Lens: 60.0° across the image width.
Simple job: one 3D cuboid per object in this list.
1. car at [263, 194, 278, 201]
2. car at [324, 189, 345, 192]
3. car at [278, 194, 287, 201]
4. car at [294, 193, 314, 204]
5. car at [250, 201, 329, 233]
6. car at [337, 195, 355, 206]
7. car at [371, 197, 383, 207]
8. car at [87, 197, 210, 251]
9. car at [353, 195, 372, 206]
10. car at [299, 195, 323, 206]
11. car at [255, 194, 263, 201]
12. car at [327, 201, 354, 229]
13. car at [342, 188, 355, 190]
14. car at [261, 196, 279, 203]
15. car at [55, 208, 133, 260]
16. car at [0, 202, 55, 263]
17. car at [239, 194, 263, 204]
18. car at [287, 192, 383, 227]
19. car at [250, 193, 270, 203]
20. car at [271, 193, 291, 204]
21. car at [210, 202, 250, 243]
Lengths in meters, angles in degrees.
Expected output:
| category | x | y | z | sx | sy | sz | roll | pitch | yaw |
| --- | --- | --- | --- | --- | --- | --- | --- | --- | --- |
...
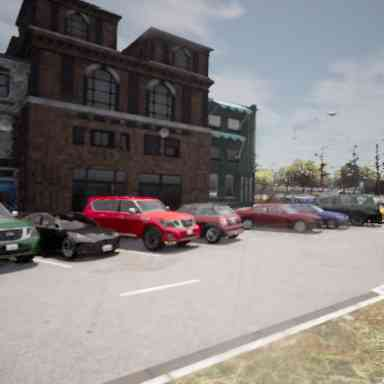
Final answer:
| category | x | y | z | sx | sy | sz | roll | pitch | yaw |
| --- | --- | --- | --- | --- | --- | --- | --- | --- | --- |
| car | 13.466 | 1.030 | 51.971 | 2.185 | 1.767 | 4.553 | 0 | -1 | 35 |
| car | 18.530 | 0.902 | 44.670 | 2.435 | 2.045 | 5.566 | 1 | -1 | 35 |
| car | 15.164 | 1.156 | 49.557 | 2.231 | 1.521 | 4.892 | 0 | -1 | 35 |
| car | 22.961 | 1.426 | 68.041 | 2.435 | 2.045 | 5.566 | 1 | -2 | 35 |
| car | 4.993 | 1.474 | 19.491 | 5.008 | 1.535 | 2.097 | -1 | -1 | 35 |
| car | 28.151 | 1.552 | 60.631 | 2.185 | 1.767 | 4.553 | 1 | -2 | 35 |
| car | 31.571 | 1.677 | 55.638 | 2.231 | 1.521 | 4.892 | 1 | -2 | 35 |
| car | -2.351 | 1.217 | 14.262 | 5.566 | 2.045 | 2.435 | -1 | -1 | 35 |
| car | 29.830 | 1.549 | 58.099 | 2.185 | 1.767 | 4.553 | 1 | -2 | 35 |
| car | 16.851 | 1.194 | 47.127 | 2.002 | 1.452 | 4.674 | 1 | 0 | 35 |
| car | 11.901 | 1.156 | 54.581 | 1.946 | 1.575 | 5.366 | 0 | -1 | 35 |
| car | 7.466 | 1.513 | 21.233 | 4.674 | 1.452 | 2.002 | -1 | -1 | 35 |
| car | 31.292 | -0.072 | 68.077 | 2.097 | 1.767 | 4.553 | 2 | 3 | -34 |
| car | 17.790 | 1.681 | 75.514 | 2.231 | 1.521 | 4.892 | 1 | -2 | 35 |
| car | -4.801 | 1.496 | 12.514 | 4.792 | 1.488 | 2.163 | -1 | -1 | 35 |
| car | -7.251 | 1.213 | 10.776 | 5.566 | 2.045 | 2.435 | -1 | -1 | 35 |
| car | 10.119 | 1.158 | 56.854 | 2.231 | 1.521 | 4.892 | 0 | -1 | 35 |
| car | 9.902 | 1.215 | 22.986 | 5.566 | 2.045 | 2.435 | -1 | 0 | 35 |
| car | 16.072 | 1.429 | 77.982 | 2.435 | 2.045 | 5.566 | 1 | -2 | 35 |
| car | 19.553 | 1.430 | 73.061 | 2.435 | 2.045 | 5.566 | 1 | -2 | 35 |
| car | 0.099 | 1.345 | 15.988 | 4.553 | 1.767 | 2.185 | -1 | -1 | 35 |
